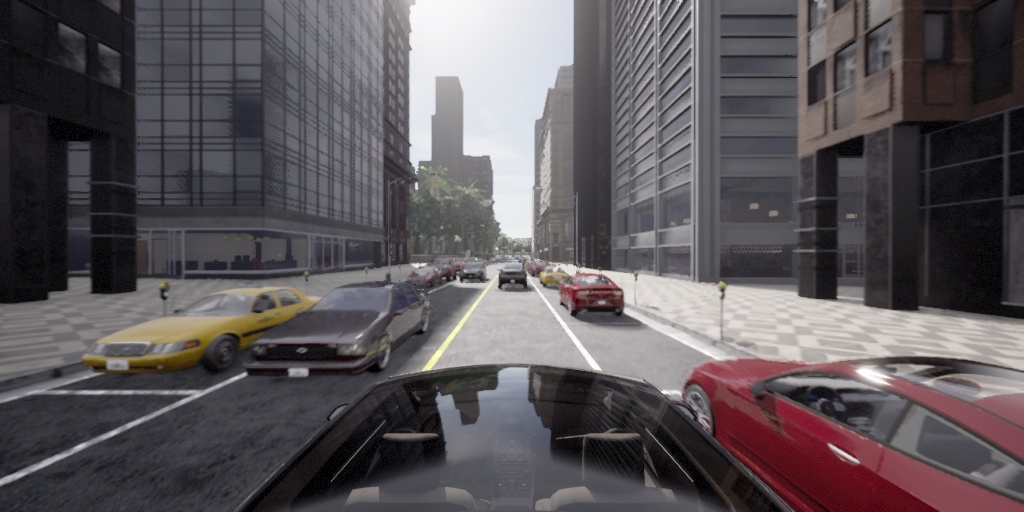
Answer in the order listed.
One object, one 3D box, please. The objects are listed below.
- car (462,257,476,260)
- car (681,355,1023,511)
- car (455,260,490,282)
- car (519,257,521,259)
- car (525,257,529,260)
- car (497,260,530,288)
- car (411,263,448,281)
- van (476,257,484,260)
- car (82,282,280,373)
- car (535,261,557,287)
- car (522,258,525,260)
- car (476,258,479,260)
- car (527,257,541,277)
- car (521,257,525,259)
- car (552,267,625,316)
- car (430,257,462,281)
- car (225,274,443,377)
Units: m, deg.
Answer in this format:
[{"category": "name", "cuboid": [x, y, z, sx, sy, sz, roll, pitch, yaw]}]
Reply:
[{"category": "car", "cuboid": [-5.758, 1.065, 40.376, 2.192, 1.841, 5.009, 0, 0, 0]}, {"category": "car", "cuboid": [2.762, 1.332, 2.388, 1.802, 1.307, 4.207, 0, 0, 0]}, {"category": "car", "cuboid": [-3.043, 1.253, 28.777, 1.837, 1.490, 4.892, 0, 0, 1]}, {"category": "car", "cuboid": [2.770, 1.075, 62.063, 2.192, 1.841, 5.009, 0, 0, 0]}, {"category": "car", "cuboid": [2.767, 1.190, 40.363, 1.967, 1.591, 4.097, 0, 0, 0]}, {"category": "car", "cuboid": [0.059, 1.253, 23.939, 1.837, 1.490, 4.892, 0, 0, 0]}, {"category": "car", "cuboid": [-5.760, 1.328, 24.099, 1.802, 1.307, 4.207, 0, 0, 0]}, {"category": "van", "cuboid": [-5.755, 1.099, 56.654, 1.690, 1.789, 3.998, 0, 0, 0]}, {"category": "car", "cuboid": [-5.762, 1.274, 7.650, 1.751, 1.417, 4.829, 0, 0, 0]}, {"category": "car", "cuboid": [2.765, 1.272, 24.258, 1.751, 1.417, 4.829, 0, 0, 0]}, {"category": "car", "cuboid": [2.769, 1.306, 51.213, 2.007, 1.370, 4.403, 0, 0, 0]}, {"category": "car", "cuboid": [-5.757, 1.298, 45.802, 1.888, 1.381, 4.507, 0, 0, 0]}, {"category": "car", "cuboid": [2.767, 1.188, 34.938, 1.967, 1.591, 4.097, 0, 0, 0]}, {"category": "car", "cuboid": [2.770, 1.284, 56.808, 1.751, 1.417, 4.829, 0, 0, 0]}, {"category": "car", "cuboid": [2.764, 1.292, 13.238, 1.888, 1.381, 4.507, 0, 0, 0]}, {"category": "car", "cuboid": [-5.759, 1.062, 29.524, 2.192, 1.841, 5.009, 0, 0, 0]}, {"category": "car", "cuboid": [-3.093, 1.296, 7.846, 2.033, 1.411, 5.357, 0, 0, 0]}]
